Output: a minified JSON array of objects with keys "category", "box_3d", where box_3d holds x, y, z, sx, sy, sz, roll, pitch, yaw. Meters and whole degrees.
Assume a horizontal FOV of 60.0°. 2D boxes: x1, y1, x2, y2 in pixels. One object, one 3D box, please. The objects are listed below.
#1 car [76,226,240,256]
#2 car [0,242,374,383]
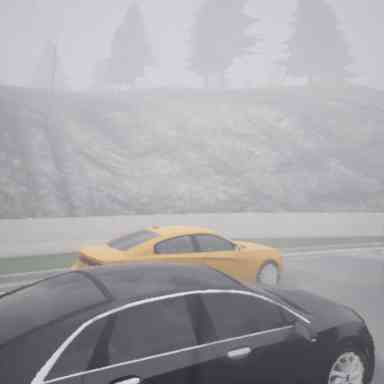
[{"category":"car","box_3d":[-0.085,1.516,7.565,5.008,1.535,1.882,1,-1,-32]},{"category":"car","box_3d":[-0.125,1.518,3.406,4.892,1.490,1.837,1,-1,-32]}]
